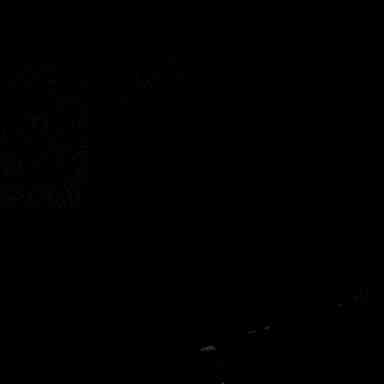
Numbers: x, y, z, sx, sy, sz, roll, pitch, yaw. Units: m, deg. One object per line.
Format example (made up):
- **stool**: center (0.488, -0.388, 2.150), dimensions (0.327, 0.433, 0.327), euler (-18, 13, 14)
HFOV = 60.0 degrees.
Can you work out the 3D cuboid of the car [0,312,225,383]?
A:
- **car**: center (-1.700, 1.561, 1.823), dimensions (4.181, 1.385, 1.994), euler (0, 0, -35)
